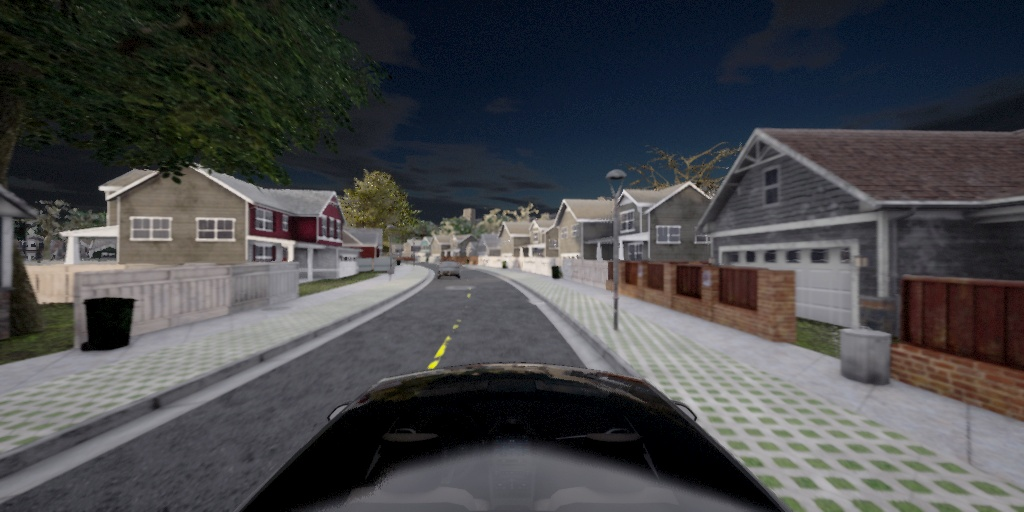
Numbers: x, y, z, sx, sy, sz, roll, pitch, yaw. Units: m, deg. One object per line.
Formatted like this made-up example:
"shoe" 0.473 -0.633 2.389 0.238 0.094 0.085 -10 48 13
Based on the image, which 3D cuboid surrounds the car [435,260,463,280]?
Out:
"car" -5.283 1.133 30.180 1.837 1.490 4.892 0 0 -10
